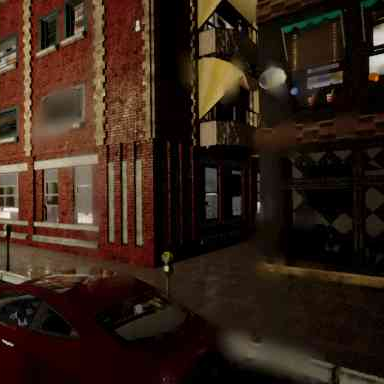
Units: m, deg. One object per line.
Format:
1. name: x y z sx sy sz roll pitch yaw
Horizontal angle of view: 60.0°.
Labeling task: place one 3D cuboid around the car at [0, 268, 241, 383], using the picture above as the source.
1. car: -1.472 1.583 3.899 4.206 1.307 1.802 0 -1 36
